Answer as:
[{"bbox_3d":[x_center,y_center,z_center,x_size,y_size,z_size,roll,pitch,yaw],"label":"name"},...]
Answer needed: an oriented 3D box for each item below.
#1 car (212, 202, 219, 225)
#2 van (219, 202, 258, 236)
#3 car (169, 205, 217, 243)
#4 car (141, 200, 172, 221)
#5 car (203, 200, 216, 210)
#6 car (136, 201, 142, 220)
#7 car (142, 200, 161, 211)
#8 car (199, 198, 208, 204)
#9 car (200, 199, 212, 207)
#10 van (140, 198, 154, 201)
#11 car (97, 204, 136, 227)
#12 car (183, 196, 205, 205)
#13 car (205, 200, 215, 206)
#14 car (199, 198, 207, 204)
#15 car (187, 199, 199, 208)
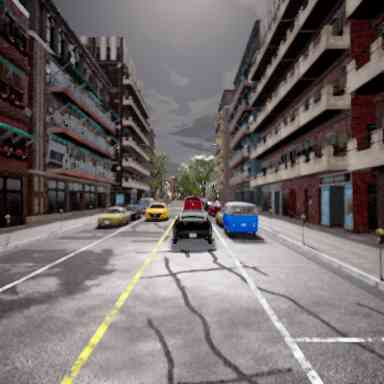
[{"bbox_3d":[2.710,1.730,24.939,1.752,1.417,4.829,1,0,0],"label":"car"},{"bbox_3d":[2.708,1.499,19.200,1.690,1.788,3.998,1,0,0],"label":"van"},{"bbox_3d":[0.025,1.642,16.733,1.837,1.490,4.892,0,-1,0],"label":"car"},{"bbox_3d":[-3.067,1.725,30.167,1.882,1.535,5.008,0,-1,0],"label":"car"},{"bbox_3d":[2.671,2.014,52.624,1.802,1.307,4.206,1,0,0],"label":"car"},{"bbox_3d":[-5.678,1.815,30.380,1.947,1.339,4.313,1,0,0],"label":"car"},{"bbox_3d":[-5.676,1.937,47.092,2.008,1.369,4.403,1,0,0],"label":"car"},{"bbox_3d":[2.844,2.212,80.479,2.008,1.369,4.403,1,0,0],"label":"car"},{"bbox_3d":[2.672,2.074,63.765,2.008,1.369,4.403,1,0,0],"label":"car"},{"bbox_3d":[-5.674,1.682,41.524,1.690,1.788,3.998,1,0,0],"label":"van"},{"bbox_3d":[-5.677,1.728,24.639,1.752,1.417,4.829,1,0,0],"label":"car"},{"bbox_3d":[0.105,1.558,40.994,2.150,2.045,5.566,0,0,0],"label":"car"},{"bbox_3d":[2.683,1.840,35.911,1.887,1.381,4.507,1,0,0],"label":"car"},{"bbox_3d":[2.844,2.258,86.049,2.008,1.369,4.403,1,0,0],"label":"car"},{"bbox_3d":[0.105,2.040,59.991,2.033,1.411,5.357,0,0,0],"label":"car"}]
